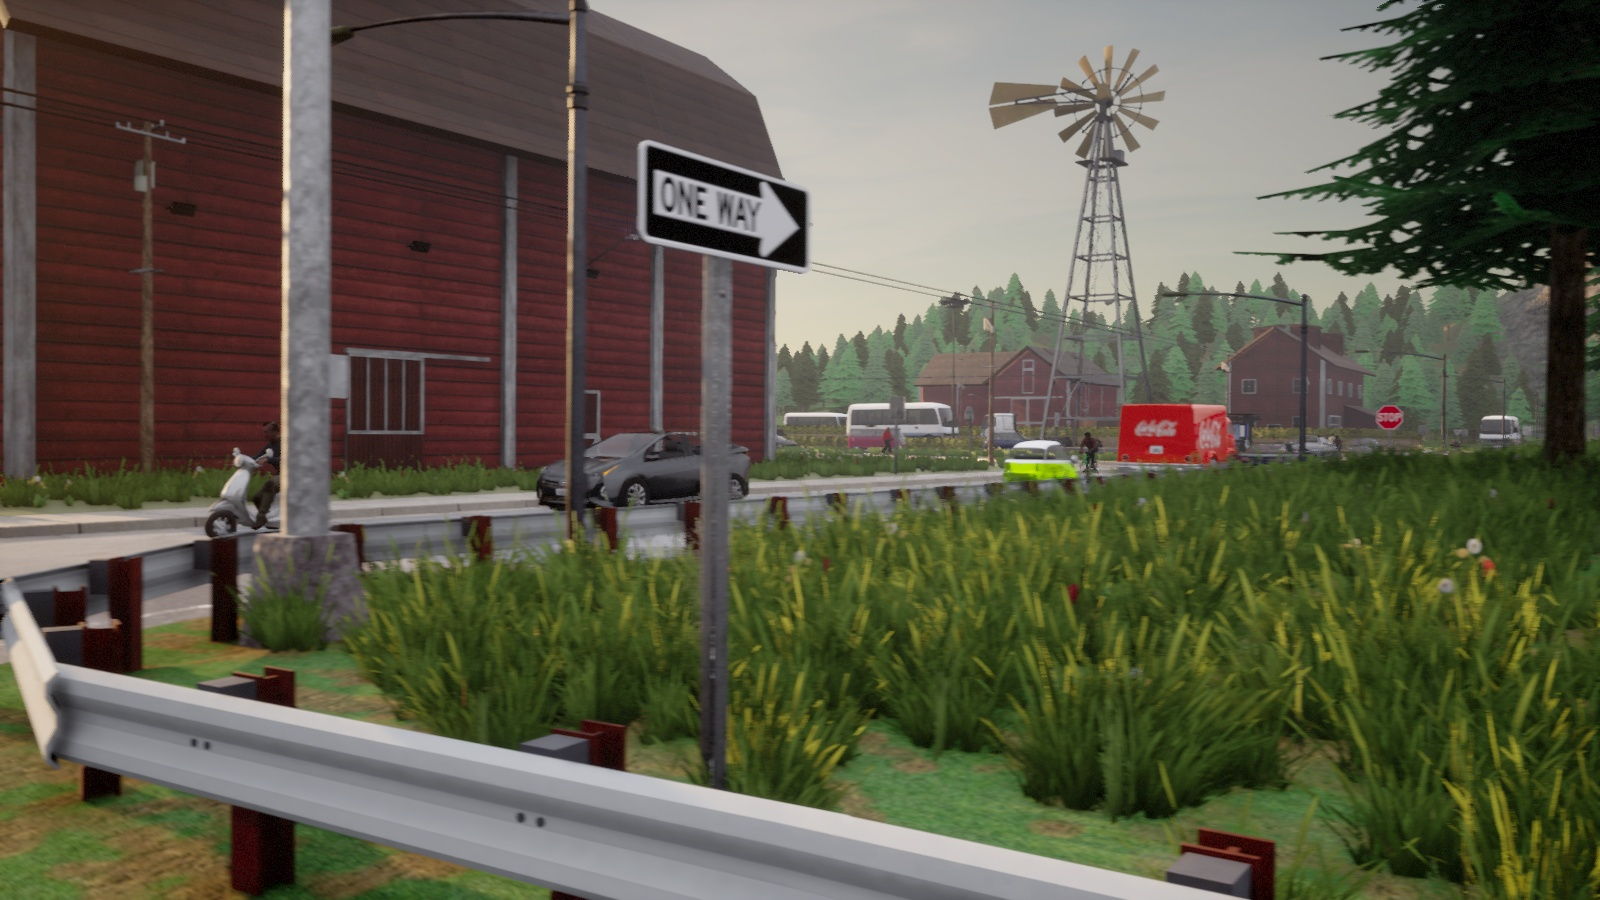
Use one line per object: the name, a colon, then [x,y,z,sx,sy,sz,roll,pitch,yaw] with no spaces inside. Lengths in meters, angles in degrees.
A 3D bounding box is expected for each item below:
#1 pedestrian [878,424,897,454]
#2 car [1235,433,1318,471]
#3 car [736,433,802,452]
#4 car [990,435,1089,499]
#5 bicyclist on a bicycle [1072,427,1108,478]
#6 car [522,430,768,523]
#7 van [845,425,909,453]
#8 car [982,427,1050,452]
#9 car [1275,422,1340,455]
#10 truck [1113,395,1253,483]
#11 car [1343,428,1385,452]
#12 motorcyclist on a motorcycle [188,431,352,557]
pedestrian: [5.343,-0.686,76.762,0.899,1.844,0.634,0,1,39]
car: [17.978,0.048,47.253,1.895,1.301,4.718,0,1,34]
car: [-2.472,-0.575,99.004,4.792,1.488,2.163,0,1,34]
car: [5.568,0.363,29.115,1.481,1.376,2.207,0,2,34]
bicyclist on a bicycle: [9.483,0.062,41.074,0.582,1.620,1.656,0,1,34]
car: [-2.727,0.412,23.189,2.007,1.525,4.514,0,1,34]
van: [5.748,-0.820,93.504,4.442,1.987,1.775,0,1,34]
car: [15.473,-0.758,90.106,4.553,1.767,2.097,0,1,4]
car: [26.960,-0.620,66.577,2.152,1.651,5.027,0,1,34]
truck: [11.683,-0.353,38.051,2.627,2.467,5.204,0,1,34]
car: [35.615,-0.637,79.233,1.845,1.501,3.633,0,1,33]
motorcyclist on a motorcycle: [-7.074,0.545,16.836,0.866,1.590,1.817,0,1,34]
